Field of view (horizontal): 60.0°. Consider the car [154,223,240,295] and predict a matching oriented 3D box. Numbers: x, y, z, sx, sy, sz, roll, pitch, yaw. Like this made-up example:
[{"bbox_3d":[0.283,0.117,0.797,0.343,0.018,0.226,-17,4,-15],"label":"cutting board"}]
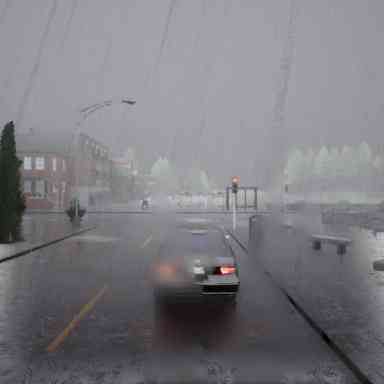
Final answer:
[{"bbox_3d":[0.098,1.547,8.855,2.033,1.411,5.357,0,0,0],"label":"car"}]
